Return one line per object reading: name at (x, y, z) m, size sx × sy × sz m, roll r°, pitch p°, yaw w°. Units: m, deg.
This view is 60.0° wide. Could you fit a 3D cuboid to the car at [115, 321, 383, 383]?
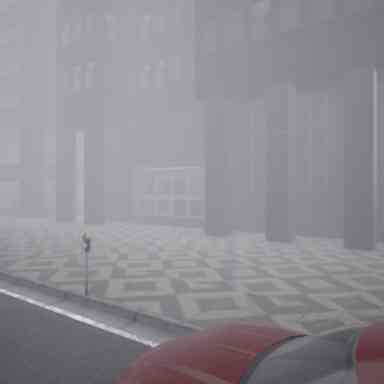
car at (1.421, 1.545, 1.949) m, size 4.507 × 1.381 × 1.887 m, roll 0°, pitch 0°, yaw 36°
